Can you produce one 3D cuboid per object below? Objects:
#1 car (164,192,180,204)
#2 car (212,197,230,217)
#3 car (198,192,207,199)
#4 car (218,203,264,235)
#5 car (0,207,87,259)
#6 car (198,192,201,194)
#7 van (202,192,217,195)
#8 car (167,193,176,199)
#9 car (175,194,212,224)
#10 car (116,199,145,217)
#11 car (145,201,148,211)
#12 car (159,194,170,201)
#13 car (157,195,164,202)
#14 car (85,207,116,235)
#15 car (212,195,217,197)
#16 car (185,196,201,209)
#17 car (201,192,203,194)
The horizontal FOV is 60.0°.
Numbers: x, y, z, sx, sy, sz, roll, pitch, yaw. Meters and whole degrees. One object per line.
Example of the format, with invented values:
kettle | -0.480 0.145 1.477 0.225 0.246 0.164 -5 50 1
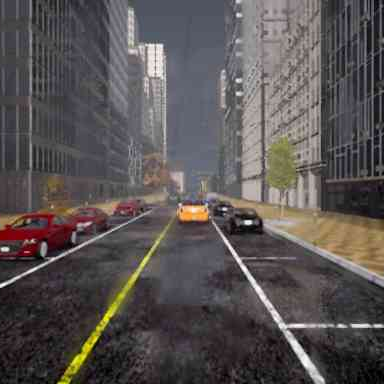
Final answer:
car | -3.035 0.938 57.464 2.150 2.045 5.566 0 0 1
car | 2.702 1.431 29.437 1.947 1.339 4.313 0 0 0
car | 2.722 0.866 86.357 2.192 1.841 5.009 0 0 0
car | 2.698 1.485 18.053 1.947 1.339 4.313 0 0 0
car | -5.684 1.490 12.370 1.887 1.381 4.507 0 0 0
car | 2.718 0.933 74.973 2.192 1.841 5.009 0 0 0
van | 2.708 1.119 46.514 1.690 1.788 3.998 0 0 0
car | -5.658 1.067 92.065 2.008 1.369 4.403 0 0 0
car | 0.108 1.243 23.711 2.097 1.767 4.553 0 0 0
car | -5.679 1.409 29.448 1.887 1.381 4.507 0 0 0
car | -5.677 1.402 35.140 1.947 1.339 4.313 0 0 0
car | -5.666 1.202 69.297 2.008 1.369 4.403 0 0 0
car | -5.667 1.210 63.433 1.752 1.417 4.829 0 0 0
car | -5.683 1.501 18.063 1.802 1.307 4.206 0 0 0
car | 2.706 1.374 40.821 1.947 1.339 4.313 0 0 0
car | 0.115 1.328 41.794 1.812 1.442 4.674 0 0 0
car | 2.710 1.188 52.205 1.967 1.590 4.097 0 0 0
